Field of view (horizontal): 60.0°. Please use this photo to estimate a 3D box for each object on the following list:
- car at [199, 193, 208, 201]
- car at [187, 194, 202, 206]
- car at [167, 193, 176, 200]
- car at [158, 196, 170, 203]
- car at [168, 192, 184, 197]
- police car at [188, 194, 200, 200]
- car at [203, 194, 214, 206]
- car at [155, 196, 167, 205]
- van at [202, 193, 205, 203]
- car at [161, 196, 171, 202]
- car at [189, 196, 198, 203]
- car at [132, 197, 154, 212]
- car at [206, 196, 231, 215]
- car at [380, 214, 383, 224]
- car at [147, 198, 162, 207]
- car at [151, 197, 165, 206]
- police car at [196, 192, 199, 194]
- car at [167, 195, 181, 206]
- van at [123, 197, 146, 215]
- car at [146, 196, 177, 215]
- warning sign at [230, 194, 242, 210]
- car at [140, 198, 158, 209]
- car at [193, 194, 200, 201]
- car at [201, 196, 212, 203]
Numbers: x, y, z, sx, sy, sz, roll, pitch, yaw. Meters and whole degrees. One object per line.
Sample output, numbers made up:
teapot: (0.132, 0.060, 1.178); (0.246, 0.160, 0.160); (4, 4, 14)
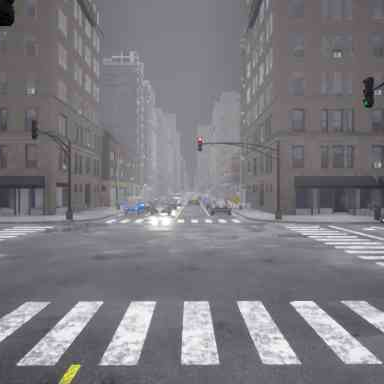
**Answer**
car: (2.951, 1.309, 84.372); (2.192, 1.841, 5.009); (0, 0, 0)
car: (0.283, 1.528, 55.256); (1.812, 1.442, 4.674); (0, 0, 0)
car: (-5.555, 1.306, 90.059); (2.192, 1.841, 5.009); (0, 0, 0)
car: (-5.632, 1.566, 67.386); (1.947, 1.339, 4.313); (0, 0, 0)
car: (-2.904, 1.224, 54.492); (2.150, 2.045, 5.566); (0, 0, 0)
police car: (0.595, 1.414, 95.369); (1.930, 1.638, 5.238); (0, 0, -16)
car: (2.816, 1.443, 44.688); (1.967, 1.590, 4.097); (0, 0, 0)
car: (-5.652, 1.527, 61.548); (1.752, 1.417, 4.829); (0, 0, 0)
van: (2.855, 1.344, 56.026); (1.690, 1.788, 3.998); (0, 0, 0)
car: (-5.613, 1.543, 73.054); (1.887, 1.381, 4.507); (0, 0, 0)
car: (0.286, 1.600, 69.163); (1.895, 1.301, 4.718); (0, 0, 1)
car: (-5.729, 1.443, 39.045); (1.967, 1.590, 4.097); (0, 0, 0)
car: (2.778, 1.442, 33.350); (1.967, 1.590, 4.097); (0, 0, 0)
car: (14.355, 1.520, 20.697); (4.892, 1.490, 1.837); (0, 0, 0)
car: (-5.690, 1.585, 50.381); (1.802, 1.307, 4.206); (0, 0, 0)
car: (-5.671, 1.568, 56.050); (1.947, 1.339, 4.313); (0, 0, 0)
police car: (1.064, 1.421, 79.446); (1.930, 1.638, 5.238); (0, 0, -1)
car: (-2.953, 1.494, 43.762); (2.128, 1.511, 4.902); (0, 0, 0)
van: (-5.748, 1.343, 33.376); (1.690, 1.788, 3.998); (0, 0, 0)
car: (-2.993, 1.493, 33.517); (2.128, 1.511, 4.902); (0, 0, 0)
warning sign: (5.199, 1.118, 39.336); (1.300, 1.860, 1.060); (0, 0, 0)
car: (-5.709, 1.569, 44.713); (1.947, 1.339, 4.313); (0, 0, 0)
car: (1.088, 1.448, 89.541); (1.801, 1.575, 5.366); (0, 0, 0)
car: (2.894, 1.551, 67.365); (2.008, 1.369, 4.403); (0, 0, 0)
